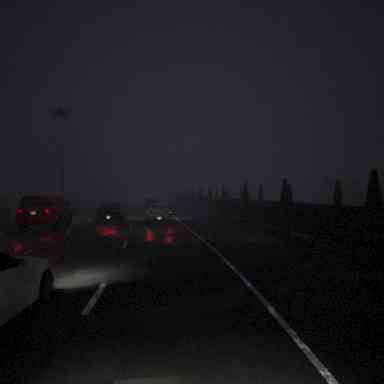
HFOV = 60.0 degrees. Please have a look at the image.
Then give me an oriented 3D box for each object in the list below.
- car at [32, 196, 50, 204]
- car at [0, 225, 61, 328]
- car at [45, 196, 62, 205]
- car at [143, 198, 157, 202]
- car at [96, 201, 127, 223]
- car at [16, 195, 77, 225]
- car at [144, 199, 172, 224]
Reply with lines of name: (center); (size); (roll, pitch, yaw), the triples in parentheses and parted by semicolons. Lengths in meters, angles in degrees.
car: (-29.812, 1.501, 65.880); (1.882, 1.535, 5.008); (0, 0, -8)
car: (-3.729, 1.531, 5.092); (1.812, 1.442, 4.674); (0, 0, -3)
car: (-25.718, 1.542, 61.996); (1.812, 1.442, 4.674); (0, 0, -8)
car: (-5.043, 1.485, 42.150); (1.837, 1.490, 4.892); (0, 0, -8)
car: (-6.196, 1.501, 25.660); (1.837, 1.490, 4.892); (0, 0, -8)
car: (-9.022, 1.228, 20.756); (2.150, 2.045, 5.566); (0, 0, -8)
car: (-2.488, 1.513, 24.425); (1.812, 1.442, 4.674); (0, 0, -8)
